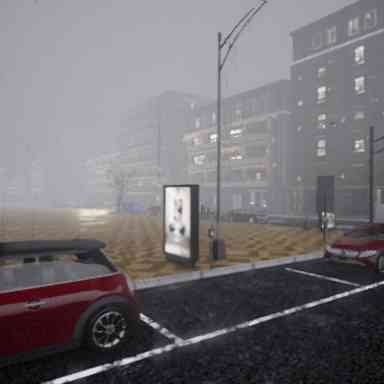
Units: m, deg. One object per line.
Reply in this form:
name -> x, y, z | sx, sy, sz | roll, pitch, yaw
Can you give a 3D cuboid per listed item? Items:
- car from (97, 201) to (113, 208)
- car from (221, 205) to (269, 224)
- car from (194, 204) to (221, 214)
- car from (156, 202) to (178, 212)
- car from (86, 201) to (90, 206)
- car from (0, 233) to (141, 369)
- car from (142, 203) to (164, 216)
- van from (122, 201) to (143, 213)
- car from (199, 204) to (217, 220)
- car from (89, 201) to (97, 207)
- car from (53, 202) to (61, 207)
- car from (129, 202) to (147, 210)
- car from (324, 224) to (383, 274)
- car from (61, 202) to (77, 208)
car -> -20.789, 2.929, 80.827 | 1.967, 1.590, 4.097 | -1, 0, -36
car -> 5.115, 2.178, 30.797 | 2.008, 1.369, 4.403 | -1, 0, -36
car -> 2.224, 2.499, 49.358 | 1.802, 1.307, 4.206 | -1, 0, -36
car -> -4.394, 2.520, 58.319 | 1.967, 1.590, 4.097 | -1, 0, -36
car -> -27.343, 3.198, 89.830 | 1.887, 1.381, 4.507 | -1, 0, -36
car -> -2.871, 1.443, 4.517 | 4.097, 1.590, 1.967 | 1, -1, -36
car -> -4.266, 2.405, 43.757 | 1.887, 1.381, 4.507 | -1, 0, -36
van -> -9.203, 2.326, 50.630 | 1.690, 1.788, 3.998 | -1, 0, -36
car -> 1.836, 2.259, 35.299 | 2.008, 1.369, 4.403 | -1, 0, -36
car -> -24.065, 3.137, 85.328 | 1.947, 1.339, 4.313 | -1, 0, -36
car -> -34.119, 3.153, 84.899 | 1.887, 1.381, 4.507 | -1, 0, -36
car -> -10.952, 2.825, 67.319 | 1.802, 1.307, 4.206 | -1, 0, -36
car -> 6.113, 1.729, 10.956 | 4.206, 1.307, 1.802 | 1, -1, -36
car -> -27.563, 2.994, 75.895 | 2.008, 1.369, 4.403 | -1, 0, -36
